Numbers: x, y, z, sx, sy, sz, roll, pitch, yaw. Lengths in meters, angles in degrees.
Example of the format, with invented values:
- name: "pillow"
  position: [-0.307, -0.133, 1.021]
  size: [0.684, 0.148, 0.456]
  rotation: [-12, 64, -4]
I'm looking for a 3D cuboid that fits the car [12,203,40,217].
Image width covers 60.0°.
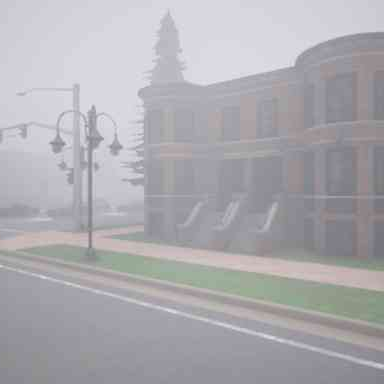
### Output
- name: "car"
  position: [-16.208, 1.652, 29.482]
  size: [1.895, 1.301, 4.718]
  rotation: [0, 0, 35]

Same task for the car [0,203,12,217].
- name: "car"
  position: [-7.612, 1.243, 9.575]
  size: [5.566, 2.045, 2.150]
  rotation: [0, 0, 39]

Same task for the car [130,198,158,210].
- name: "car"
  position: [-6.539, 1.618, 45.510]
  size: [1.994, 1.385, 4.181]
  rotation: [0, 0, 21]

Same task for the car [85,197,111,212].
- name: "car"
  position: [-11.216, 1.404, 36.857]
  size: [2.097, 1.767, 4.553]
  rotation: [0, 0, 33]

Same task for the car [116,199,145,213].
- name: "car"
  position: [-6.607, 1.610, 37.662]
  size: [1.994, 1.385, 4.181]
  rotation: [0, 0, 31]

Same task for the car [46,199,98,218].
- name: "car"
  position: [-11.185, 1.609, 30.619]
  size: [1.994, 1.385, 4.181]
  rotation: [0, 0, 34]
